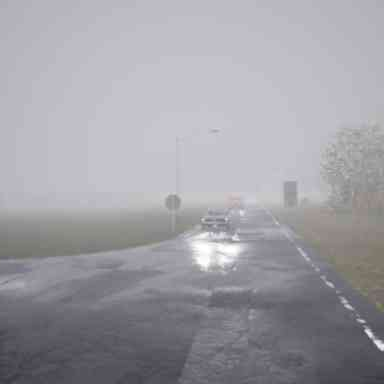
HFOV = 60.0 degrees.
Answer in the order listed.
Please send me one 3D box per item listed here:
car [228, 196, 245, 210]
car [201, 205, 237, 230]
[{"bbox_3d":[6.478,1.608,48.584,2.150,2.045,5.566,-2,0,10],"label":"car"},{"bbox_3d":[1.819,1.818,22.879,1.895,1.301,4.718,-2,-1,10],"label":"car"}]
